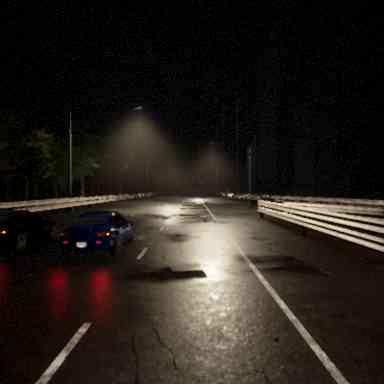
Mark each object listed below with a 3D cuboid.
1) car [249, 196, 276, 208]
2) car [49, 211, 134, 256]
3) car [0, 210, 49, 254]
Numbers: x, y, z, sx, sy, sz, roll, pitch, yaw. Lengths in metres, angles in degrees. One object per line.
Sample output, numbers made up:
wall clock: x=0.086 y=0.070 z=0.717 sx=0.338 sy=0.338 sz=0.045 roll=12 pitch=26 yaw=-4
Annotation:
car: x=8.472 y=1.223 z=40.309 sx=2.128 sy=1.511 sz=4.902 roll=0 pitch=0 yaw=-12
car: x=-3.390 y=1.429 z=12.509 sx=1.812 sy=1.442 sz=4.674 roll=0 pitch=0 yaw=0
car: x=-6.890 y=1.426 z=12.934 sx=1.812 sy=1.442 sz=4.674 roll=0 pitch=0 yaw=0
